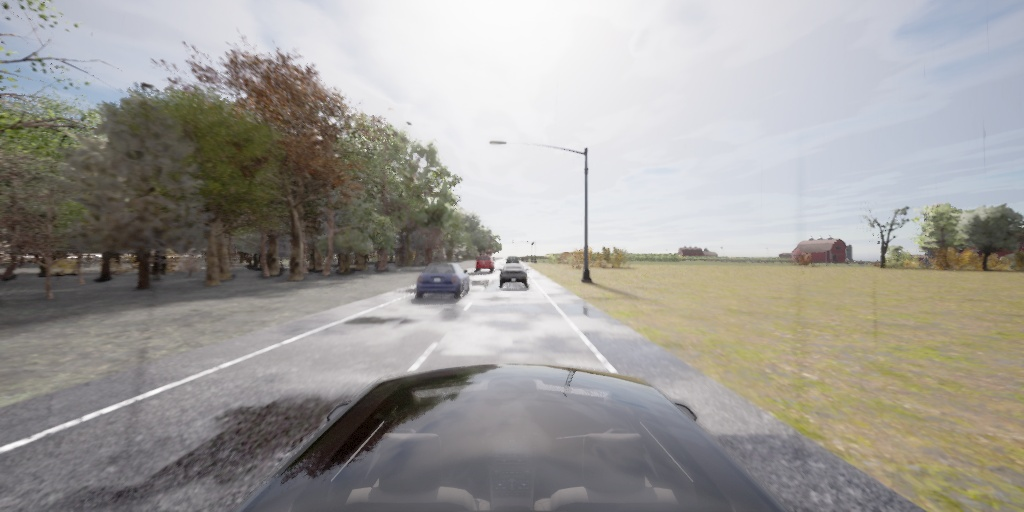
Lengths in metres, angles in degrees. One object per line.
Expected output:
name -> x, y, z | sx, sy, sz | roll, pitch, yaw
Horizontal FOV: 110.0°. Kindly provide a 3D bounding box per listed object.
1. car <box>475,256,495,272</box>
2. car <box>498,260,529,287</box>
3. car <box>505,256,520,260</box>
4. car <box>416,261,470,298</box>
car -> -3.397, 0.974, 45.637 | 2.150, 2.045, 5.566 | 0, 0, 0
car -> 0.101, 1.259, 24.595 | 1.837, 1.490, 4.892 | 0, 0, 0
car -> 0.100, 0.972, 56.671 | 2.150, 2.045, 5.566 | 0, 0, 0
car -> -3.399, 1.107, 18.439 | 2.097, 1.767, 4.553 | 0, 0, 0
